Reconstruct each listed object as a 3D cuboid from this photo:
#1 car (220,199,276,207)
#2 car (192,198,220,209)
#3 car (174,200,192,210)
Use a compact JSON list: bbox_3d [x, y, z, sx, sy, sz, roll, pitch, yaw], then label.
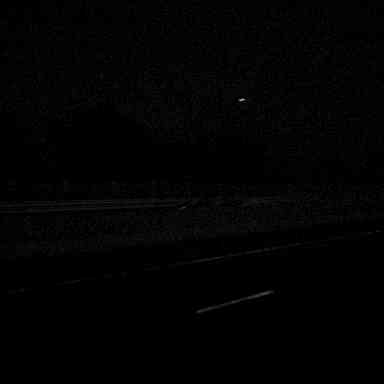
[{"bbox_3d":[4.600,1.314,24.475,4.674,1.442,1.812,-1,0,-35],"label":"car"},{"bbox_3d":[2.598,1.314,27.345,4.674,1.442,1.812,-1,0,-35],"label":"car"},{"bbox_3d":[0.606,1.313,30.222,4.674,1.442,1.812,-1,0,-35],"label":"car"}]
